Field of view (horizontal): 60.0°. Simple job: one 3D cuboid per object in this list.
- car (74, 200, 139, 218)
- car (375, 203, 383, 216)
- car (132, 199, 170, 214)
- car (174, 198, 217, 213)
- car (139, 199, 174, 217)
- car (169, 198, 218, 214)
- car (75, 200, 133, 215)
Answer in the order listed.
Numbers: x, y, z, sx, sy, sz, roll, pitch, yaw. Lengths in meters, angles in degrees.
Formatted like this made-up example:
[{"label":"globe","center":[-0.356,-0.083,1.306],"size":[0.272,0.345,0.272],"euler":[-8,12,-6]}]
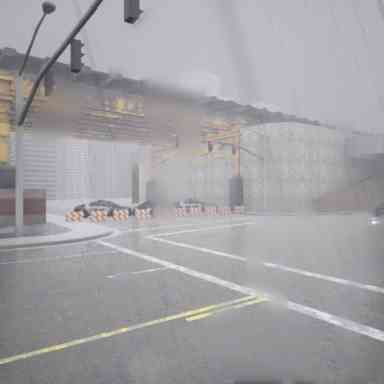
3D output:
[{"label":"car","center":[-7.509,1.453,28.824],"size":[4.974,1.542,2.038],"euler":[0,0,8]},{"label":"car","center":[19.174,1.478,31.456],"size":[5.008,1.535,1.882],"euler":[0,0,-37]},{"label":"car","center":[-3.750,1.295,31.561],"size":[1.853,1.218,4.536],"euler":[0,0,18]},{"label":"car","center":[0.091,1.295,35.267],"size":[4.536,1.218,1.853],"euler":[0,0,-7]},{"label":"car","center":[-3.766,1.453,31.511],"size":[2.038,1.542,4.974],"euler":[0,0,18]},{"label":"car","center":[0.142,1.453,35.273],"size":[4.974,1.542,2.038],"euler":[0,0,-7]},{"label":"car","center":[-7.560,1.295,28.831],"size":[4.536,1.218,1.853],"euler":[0,0,8]}]
